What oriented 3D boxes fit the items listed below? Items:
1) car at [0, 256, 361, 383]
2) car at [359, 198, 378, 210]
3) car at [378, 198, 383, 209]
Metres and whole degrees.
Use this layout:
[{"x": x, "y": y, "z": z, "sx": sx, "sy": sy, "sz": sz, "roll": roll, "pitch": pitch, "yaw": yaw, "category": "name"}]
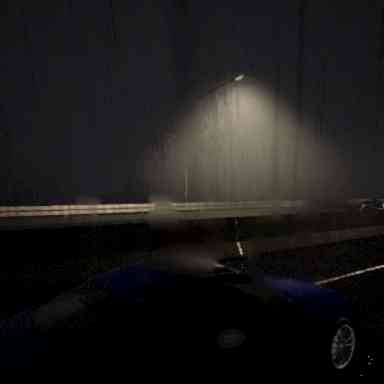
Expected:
[{"x": 0.088, "y": 1.526, "z": 3.930, "sx": 4.674, "sy": 1.442, "sz": 1.812, "roll": 0, "pitch": 0, "yaw": -35, "category": "car"}, {"x": 22.381, "y": 1.511, "z": 40.740, "sx": 4.902, "sy": 1.511, "sz": 2.128, "roll": 0, "pitch": 0, "yaw": -34, "category": "car"}, {"x": 23.707, "y": 1.242, "z": 37.418, "sx": 5.566, "sy": 2.045, "sz": 2.150, "roll": 0, "pitch": 0, "yaw": -34, "category": "car"}]
